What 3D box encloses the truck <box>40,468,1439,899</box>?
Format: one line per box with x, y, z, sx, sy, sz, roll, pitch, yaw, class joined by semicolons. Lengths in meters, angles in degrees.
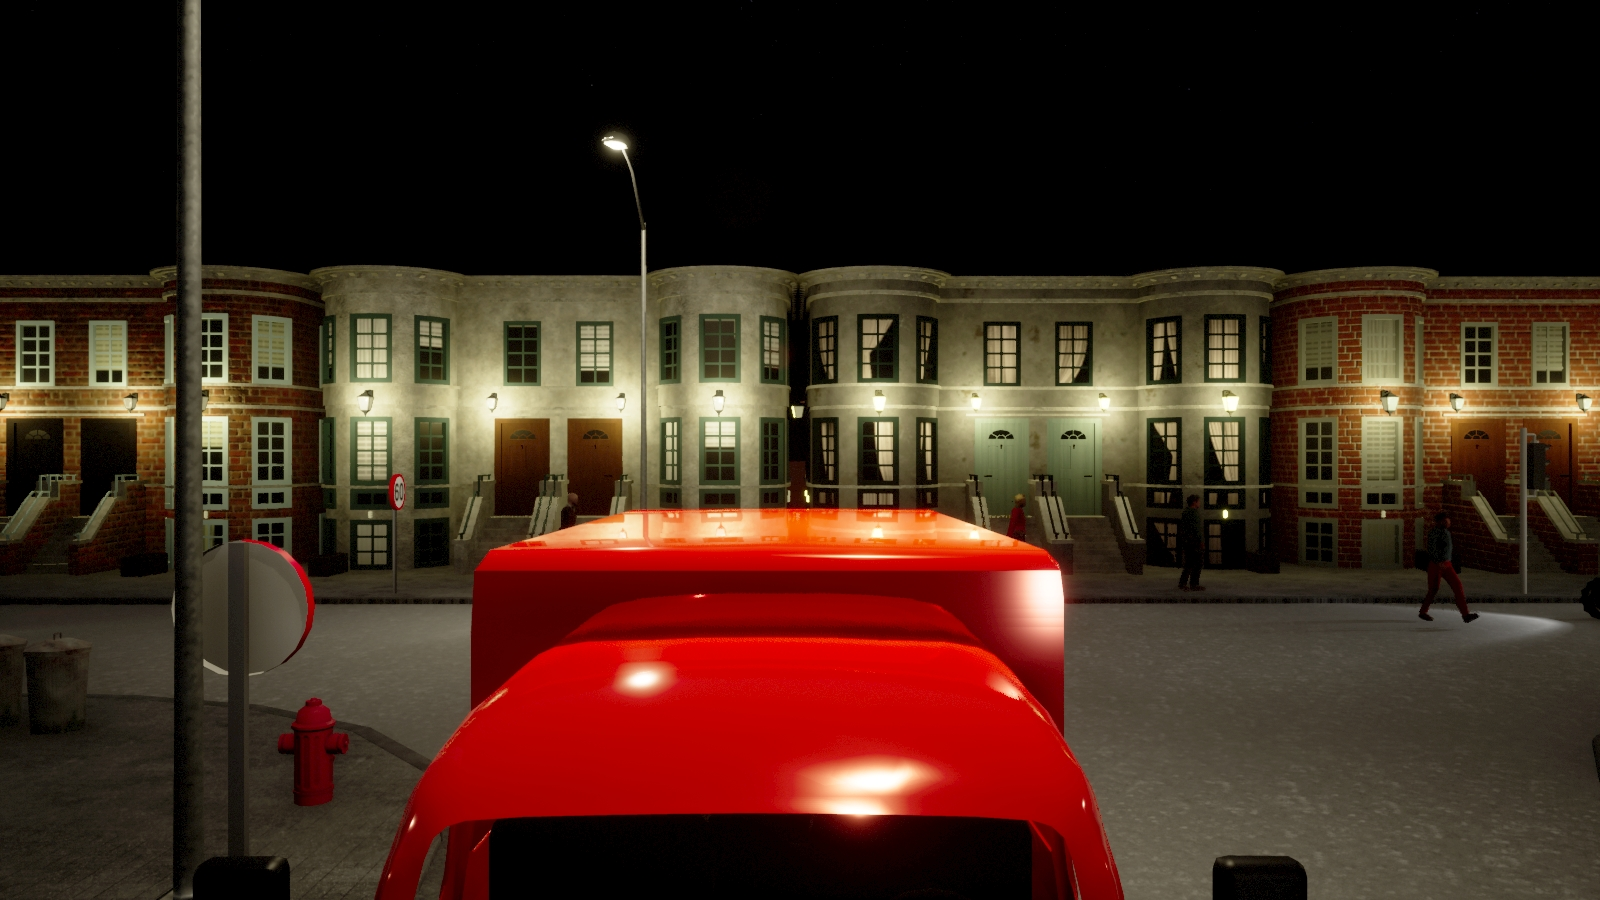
-0.117;1.348;4.748;2.627;2.467;5.204;0;0;0;truck

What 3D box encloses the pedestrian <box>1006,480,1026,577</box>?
4.221;1.525;22.313;0.375;1.860;0.375;0;0;9;pedestrian

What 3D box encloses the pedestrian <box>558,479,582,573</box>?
-4.630;1.525;23.013;0.375;1.860;0.375;0;0;8;pedestrian

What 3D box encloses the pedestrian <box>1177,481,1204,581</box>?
7.400;1.524;21.660;0.375;1.860;0.375;0;0;0;pedestrian

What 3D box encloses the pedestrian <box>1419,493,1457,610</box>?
10.313;1.629;18.474;0.375;1.860;0.375;0;0;-19;pedestrian
